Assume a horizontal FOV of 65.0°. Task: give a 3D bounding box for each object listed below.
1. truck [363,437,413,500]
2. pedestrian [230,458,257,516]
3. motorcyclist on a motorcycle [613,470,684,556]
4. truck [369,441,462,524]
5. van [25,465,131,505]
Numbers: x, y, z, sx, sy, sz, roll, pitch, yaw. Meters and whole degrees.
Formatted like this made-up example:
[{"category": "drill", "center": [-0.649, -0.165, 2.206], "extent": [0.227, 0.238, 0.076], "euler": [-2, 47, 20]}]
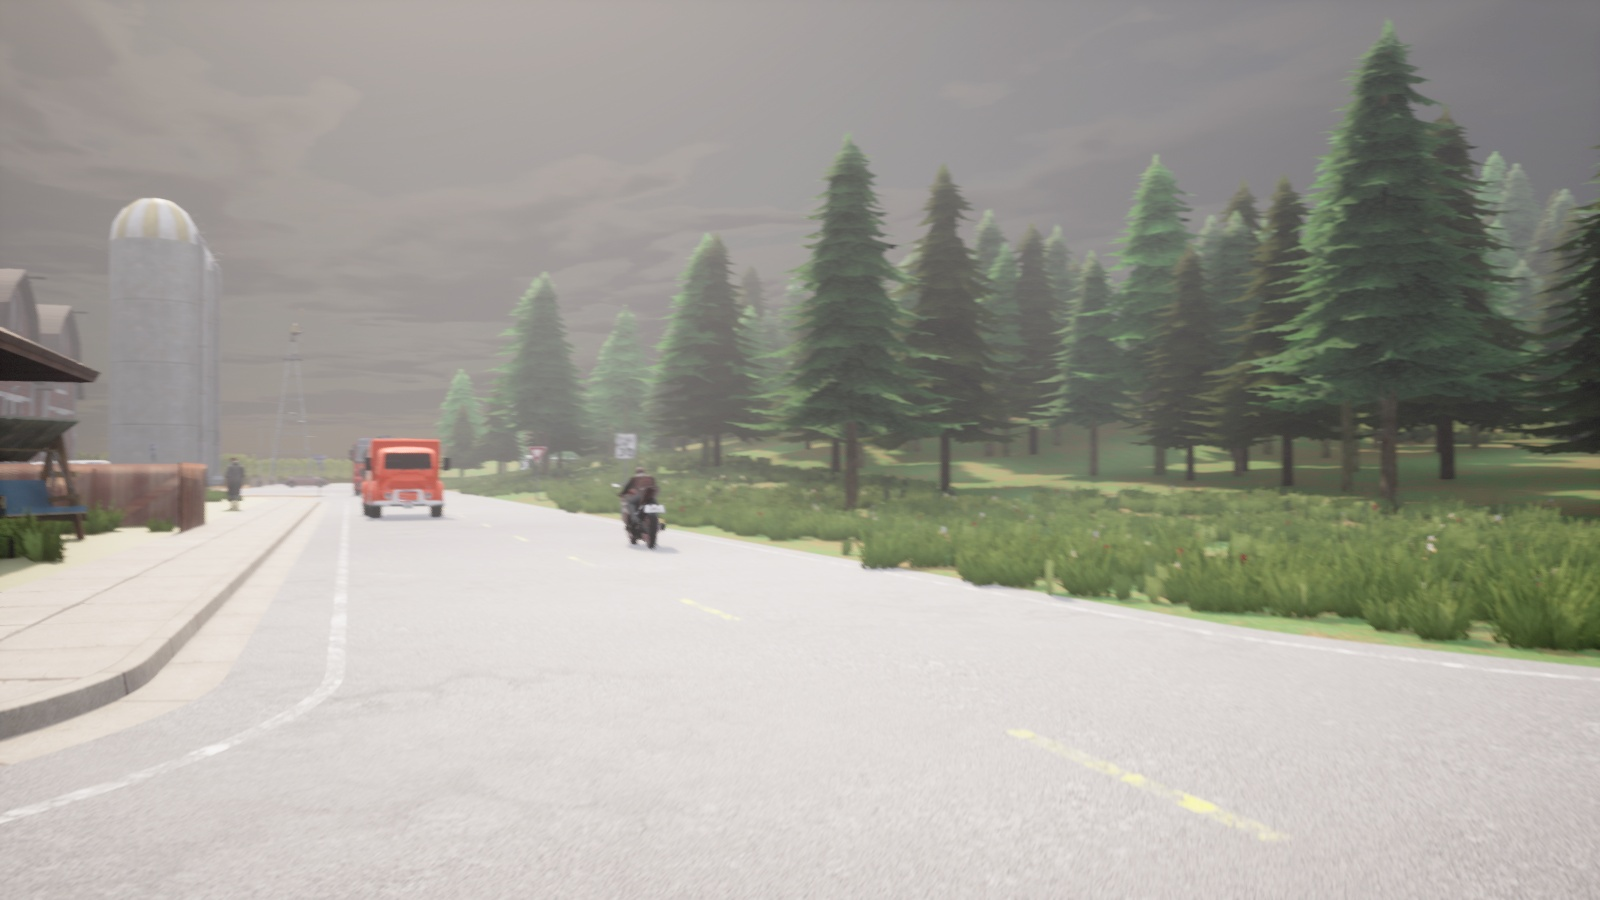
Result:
[{"category": "truck", "center": [-26.631, 1.218, 80.914], "extent": [2.891, 3.827, 8.468], "euler": [0, -1, -19]}, {"category": "pedestrian", "center": [-18.798, 1.243, 42.390], "extent": [0.659, 1.952, 0.873], "euler": [0, -1, -36]}, {"category": "motorcyclist on a motorcycle", "center": [-2.875, 1.147, 23.638], "extent": [0.866, 1.530, 2.191], "euler": [0, -1, -19]}, {"category": "truck", "center": [-12.380, 1.012, 40.200], "extent": [2.627, 2.467, 5.204], "euler": [0, -1, -19]}, {"category": "van", "center": [-38.527, 1.861, 67.081], "extent": [4.480, 2.038, 2.069], "euler": [0, -1, -3]}]
